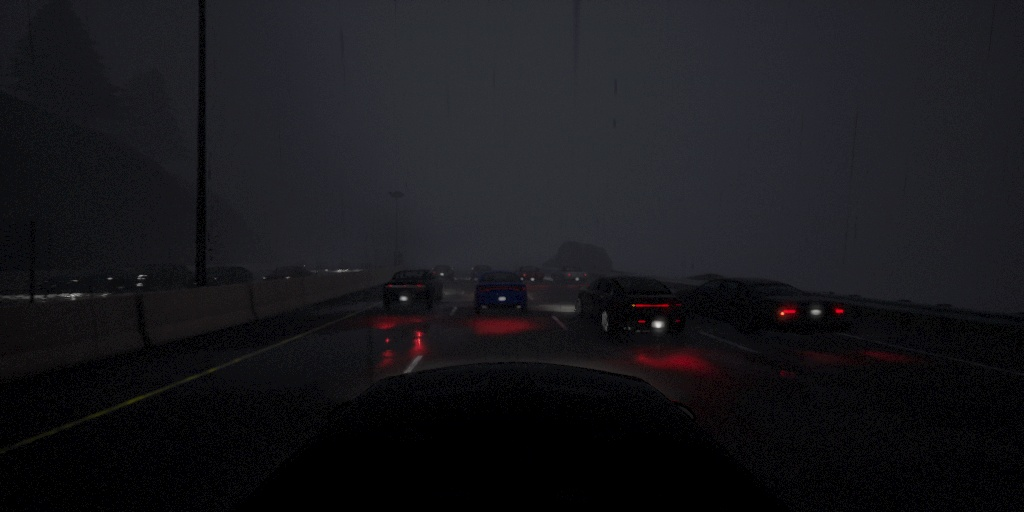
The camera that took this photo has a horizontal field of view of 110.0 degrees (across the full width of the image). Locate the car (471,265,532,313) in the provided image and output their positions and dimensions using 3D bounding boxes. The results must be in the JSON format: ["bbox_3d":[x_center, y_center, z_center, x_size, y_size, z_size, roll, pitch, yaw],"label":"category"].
[{"bbox_3d":[-0.515,1.306,14.540,1.882,1.535,5.008,0,0,-4],"label":"car"}]

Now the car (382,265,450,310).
[{"bbox_3d":[-4.084,1.329,15.322,2.128,1.511,4.902,0,0,-4],"label":"car"}]

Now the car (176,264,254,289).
[{"bbox_3d":[-19.283,1.410,23.907,1.837,1.490,4.892,0,0,-8],"label":"car"}]

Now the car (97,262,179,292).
[{"bbox_3d":[-22.662,1.253,22.717,2.097,1.767,4.553,0,0,-8],"label":"car"}]

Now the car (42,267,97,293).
[{"bbox_3d":[-26.140,1.429,22.523,1.812,1.442,4.674,0,0,-8],"label":"car"}]

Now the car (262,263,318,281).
[{"bbox_3d":[-16.017,1.439,25.836,1.812,1.442,4.674,0,0,-9],"label":"car"}]

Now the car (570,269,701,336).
[{"bbox_3d":[3.225,1.308,10.607,1.837,1.490,4.892,0,0,-3],"label":"car"}]

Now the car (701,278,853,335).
[{"bbox_3d":[6.770,1.345,10.645,2.033,1.411,5.357,0,0,-3],"label":"car"}]

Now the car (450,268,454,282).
[{"bbox_3d":[-6.152,1.503,31.745,1.994,1.385,4.181,0,0,-9],"label":"car"}]

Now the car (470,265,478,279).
[{"bbox_3d":[-2.632,1.501,31.900,1.994,1.385,4.181,0,0,-9],"label":"car"}]

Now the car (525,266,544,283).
[{"bbox_3d":[1.251,1.522,29.982,1.895,1.301,4.718,0,0,-9],"label":"car"}]

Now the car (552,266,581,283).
[{"bbox_3d":[4.762,1.520,30.183,1.895,1.301,4.718,0,0,-8],"label":"car"}]
